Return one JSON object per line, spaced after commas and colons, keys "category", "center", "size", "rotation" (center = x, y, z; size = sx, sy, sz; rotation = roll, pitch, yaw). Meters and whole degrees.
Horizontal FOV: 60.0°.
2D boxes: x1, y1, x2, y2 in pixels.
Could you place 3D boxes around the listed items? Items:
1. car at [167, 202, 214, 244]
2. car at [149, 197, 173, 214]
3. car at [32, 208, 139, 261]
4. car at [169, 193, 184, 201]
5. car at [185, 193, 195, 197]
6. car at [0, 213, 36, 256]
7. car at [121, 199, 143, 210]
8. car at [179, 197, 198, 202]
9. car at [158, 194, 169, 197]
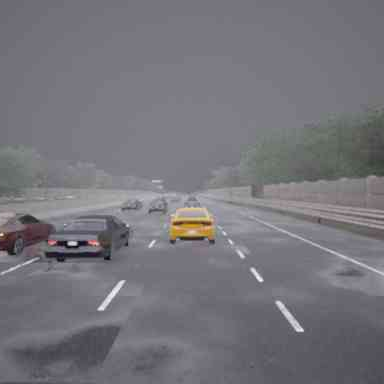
{"category": "car", "center": [0.010, 1.479, 15.990], "size": [1.882, 1.535, 5.008], "rotation": [0, 0, 0]}
{"category": "car", "center": [-3.479, 1.531, 35.459], "size": [2.033, 1.411, 5.357], "rotation": [0, 0, 0]}
{"category": "car", "center": [-3.491, 1.551, 12.223], "size": [2.033, 1.411, 5.357], "rotation": [0, 0, 0]}
{"category": "car", "center": [-3.457, 1.517, 75.226], "size": [1.994, 1.385, 4.181], "rotation": [0, 0, 0]}
{"category": "car", "center": [0.043, 1.464, 75.233], "size": [1.837, 1.490, 4.892], "rotation": [0, 0, 0]}
{"category": "car", "center": [-6.992, 1.529, 12.979], "size": [1.812, 1.442, 4.674], "rotation": [0, 0, 0]}
{"category": "car", "center": [-6.979, 1.528, 39.209], "size": [2.033, 1.411, 5.357], "rotation": [0, 0, 0]}
{"category": "car", "center": [0.021, 1.530, 35.457], "size": [2.033, 1.411, 5.357], "rotation": [0, 0, 0]}
{"category": "car", "center": [-6.957, 1.490, 75.185], "size": [2.128, 1.511, 4.902], "rotation": [0, 0, 0]}
